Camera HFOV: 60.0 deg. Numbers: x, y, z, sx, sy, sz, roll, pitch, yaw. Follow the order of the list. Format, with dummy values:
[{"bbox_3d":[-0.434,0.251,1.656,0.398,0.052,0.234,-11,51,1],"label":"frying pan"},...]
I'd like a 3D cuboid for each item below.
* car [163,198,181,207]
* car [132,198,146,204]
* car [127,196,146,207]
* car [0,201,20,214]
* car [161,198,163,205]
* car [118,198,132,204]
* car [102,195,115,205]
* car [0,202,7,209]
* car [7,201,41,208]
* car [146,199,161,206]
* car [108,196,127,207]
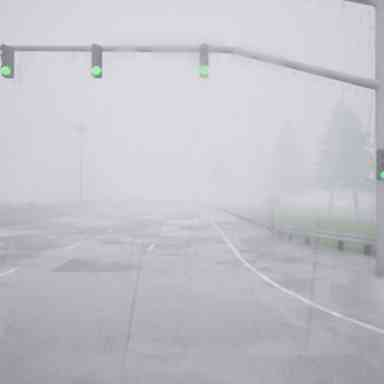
[{"bbox_3d":[-3.758,2.003,66.193,2.097,1.767,4.553,0,-1,-18],"label":"car"},{"bbox_3d":[-12.563,2.134,79.178,1.812,1.442,4.674,0,-1,-30],"label":"car"},{"bbox_3d":[-11.593,1.888,67.776,2.150,2.045,5.566,0,-1,-22],"label":"car"},{"bbox_3d":[-24.558,1.970,42.849,2.033,1.411,5.357,0,-1,0],"label":"car"},{"bbox_3d":[-6.791,2.238,74.914,1.837,1.490,4.892,0,-1,-26],"label":"car"},{"bbox_3d":[-15.711,2.096,77.650,1.837,1.490,4.892,0,-1,-30],"label":"car"},{"bbox_3d":[-18.875,1.807,76.150,2.150,2.045,5.566,0,-1,-30],"label":"car"},{"bbox_3d":[-21.043,1.678,33.106,2.097,1.767,4.553,0,-1,0],"label":"car"},{"bbox_3d":[-21.051,1.895,42.328,1.882,1.535,5.008,0,-1,0],"label":"car"},{"bbox_3d":[-8.591,2.165,69.774,1.882,1.535,5.008,0,-1,-22],"label":"car"},{"bbox_3d":[-14.915,2.133,66.677,1.882,1.535,5.008,0,-1,-22],"label":"car"}]
